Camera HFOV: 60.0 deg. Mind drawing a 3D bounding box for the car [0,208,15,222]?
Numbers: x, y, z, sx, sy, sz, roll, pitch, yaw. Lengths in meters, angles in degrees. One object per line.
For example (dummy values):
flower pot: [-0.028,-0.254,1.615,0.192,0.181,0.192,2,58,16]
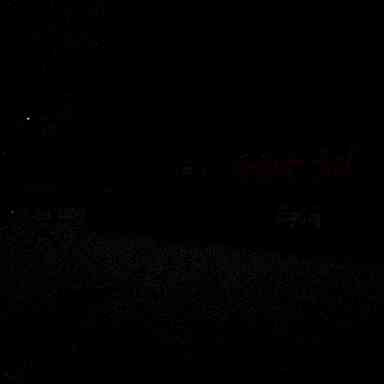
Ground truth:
car: [-15.726,1.556,23.862,2.033,1.411,5.357,-1,0,36]
